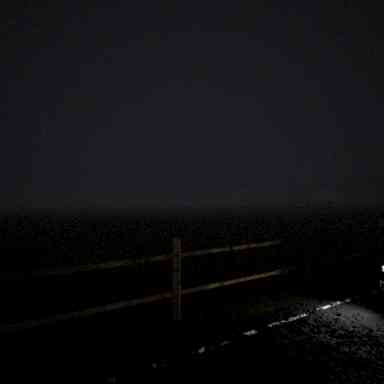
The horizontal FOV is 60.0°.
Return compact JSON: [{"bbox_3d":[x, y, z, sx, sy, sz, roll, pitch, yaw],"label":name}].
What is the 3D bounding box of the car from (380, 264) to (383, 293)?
[{"bbox_3d":[6.048,1.505,7.372,4.892,1.490,1.837,0,0,-35],"label":"car"}]
